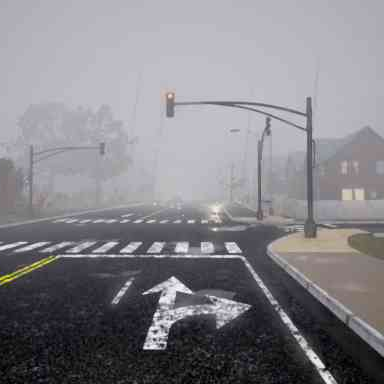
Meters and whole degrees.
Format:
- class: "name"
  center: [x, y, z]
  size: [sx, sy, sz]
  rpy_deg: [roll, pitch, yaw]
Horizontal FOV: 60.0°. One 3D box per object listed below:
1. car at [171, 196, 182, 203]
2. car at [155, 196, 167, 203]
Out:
- class: "car"
  center: [-3.095, 1.536, 67.889]
  size: [1.812, 1.442, 4.674]
  rpy_deg: [0, 0, 5]
- class: "car"
  center: [-6.329, 1.497, 68.207]
  size: [1.882, 1.535, 5.008]
  rpy_deg: [0, 0, 5]
